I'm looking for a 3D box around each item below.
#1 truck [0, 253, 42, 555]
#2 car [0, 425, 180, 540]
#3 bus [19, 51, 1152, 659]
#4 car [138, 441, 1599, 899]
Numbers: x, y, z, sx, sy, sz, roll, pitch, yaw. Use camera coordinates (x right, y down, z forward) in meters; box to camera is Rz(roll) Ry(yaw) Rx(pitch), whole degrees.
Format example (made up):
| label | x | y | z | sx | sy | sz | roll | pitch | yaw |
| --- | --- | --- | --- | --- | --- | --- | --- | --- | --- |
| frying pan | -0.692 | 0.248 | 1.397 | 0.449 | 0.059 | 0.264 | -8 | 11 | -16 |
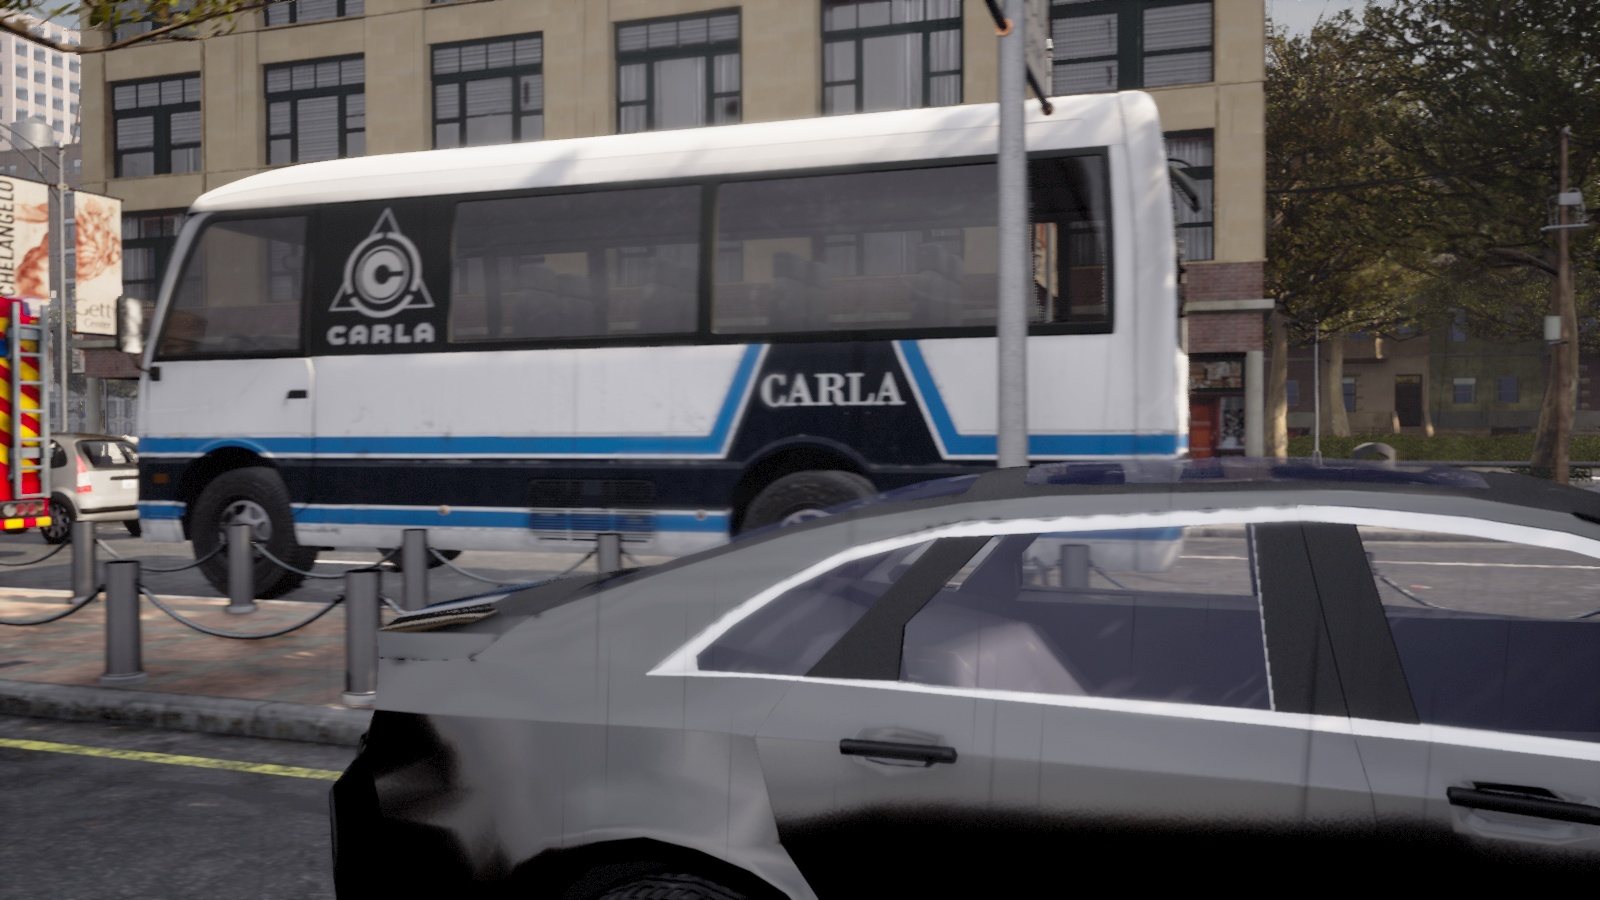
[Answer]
| label | x | y | z | sx | sy | sz | roll | pitch | yaw |
| --- | --- | --- | --- | --- | --- | --- | --- | --- | --- |
| truck | -14.420 | -0.598 | 16.449 | 8.468 | 3.827 | 2.891 | 0 | 1 | 19 |
| car | -11.818 | 0.433 | 19.285 | 3.988 | 1.617 | 1.851 | 0 | 1 | 19 |
| bus | -2.005 | -0.720 | 12.301 | 10.273 | 4.253 | 3.944 | 0 | 1 | 19 |
| car | 1.337 | 0.752 | 2.745 | 4.902 | 1.511 | 2.128 | 0 | 1 | 19 |
